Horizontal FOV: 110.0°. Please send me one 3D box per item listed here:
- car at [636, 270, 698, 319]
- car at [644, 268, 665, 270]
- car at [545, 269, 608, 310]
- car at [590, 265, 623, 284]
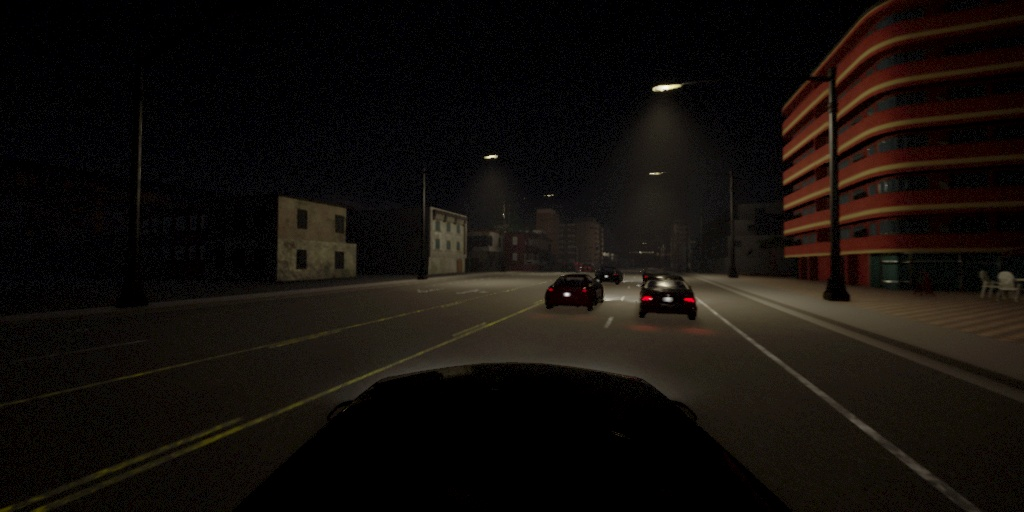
[{"bbox_3d":[5.751,1.422,13.551,2.033,1.411,5.357,0,0,21],"label":"car"},{"bbox_3d":[11.231,1.572,28.279,1.895,1.301,4.718,0,0,21],"label":"car"},{"bbox_3d":[2.832,1.464,15.703,1.994,1.385,4.181,0,0,21],"label":"car"},{"bbox_3d":[8.034,1.555,29.711,1.994,1.385,4.181,0,0,21],"label":"car"}]
